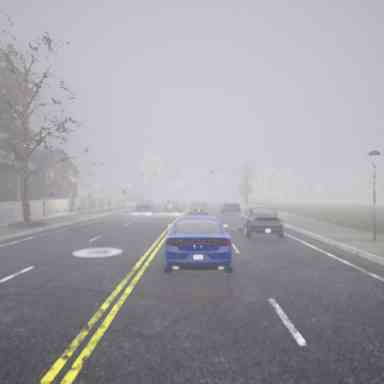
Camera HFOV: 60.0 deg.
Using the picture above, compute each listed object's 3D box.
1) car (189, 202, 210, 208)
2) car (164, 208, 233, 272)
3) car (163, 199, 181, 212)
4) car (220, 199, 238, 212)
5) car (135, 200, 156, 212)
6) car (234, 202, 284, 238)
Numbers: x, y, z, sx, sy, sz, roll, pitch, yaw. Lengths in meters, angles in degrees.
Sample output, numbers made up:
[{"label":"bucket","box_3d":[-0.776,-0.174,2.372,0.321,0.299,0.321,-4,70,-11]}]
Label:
[{"label":"car","box_3d":[0.648,1.599,30.081,2.033,1.411,5.357,0,0,2]},{"label":"car","box_3d":[0.192,1.493,10.846,1.882,1.535,5.008,0,0,1]},{"label":"car","box_3d":[-2.366,1.568,40.520,2.128,1.511,4.902,0,0,3]},{"label":"car","box_3d":[4.125,1.540,35.911,1.882,1.535,5.008,0,0,2]},{"label":"car","box_3d":[-5.616,1.678,40.656,1.895,1.301,4.718,0,0,3]},{"label":"car","box_3d":[3.566,1.533,17.784,1.837,1.490,4.892,0,0,1]}]
